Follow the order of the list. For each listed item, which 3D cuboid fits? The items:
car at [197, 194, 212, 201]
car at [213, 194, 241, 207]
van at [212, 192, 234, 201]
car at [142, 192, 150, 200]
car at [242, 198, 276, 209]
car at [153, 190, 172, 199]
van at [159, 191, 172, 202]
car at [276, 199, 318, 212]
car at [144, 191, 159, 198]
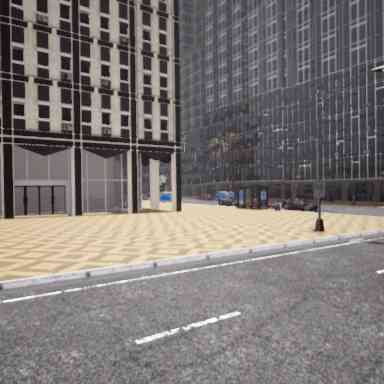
[{"bbox_3d":[2.678,1.016,64.042,1.802,1.307,4.206,-1,1,-34],"label":"car"},{"bbox_3d":[5.316,1.298,45.207,1.947,1.339,4.313,-1,1,-34],"label":"car"},{"bbox_3d":[5.879,0.828,59.343,1.690,1.788,3.998,-1,1,-34],"label":"van"},{"bbox_3d":[-10.651,1.018,68.713,2.008,1.369,4.403,-1,1,-34],"label":"car"},{"bbox_3d":[8.470,1.367,40.479,1.802,1.307,4.206,-1,1,-34],"label":"car"},{"bbox_3d":[-6.930,0.588,78.126,2.192,1.841,5.009,-1,1,-34],"label":"car"},{"bbox_3d":[-4.246,0.916,59.319,1.690,1.788,3.998,-1,1,-34],"label":"van"},{"bbox_3d":[11.659,1.403,35.772,1.947,1.339,4.313,-1,1,-34],"label":"car"},{"bbox_3d":[-10.133,0.659,82.822,1.967,1.590,4.097,-1,1,-34],"label":"car"}]
